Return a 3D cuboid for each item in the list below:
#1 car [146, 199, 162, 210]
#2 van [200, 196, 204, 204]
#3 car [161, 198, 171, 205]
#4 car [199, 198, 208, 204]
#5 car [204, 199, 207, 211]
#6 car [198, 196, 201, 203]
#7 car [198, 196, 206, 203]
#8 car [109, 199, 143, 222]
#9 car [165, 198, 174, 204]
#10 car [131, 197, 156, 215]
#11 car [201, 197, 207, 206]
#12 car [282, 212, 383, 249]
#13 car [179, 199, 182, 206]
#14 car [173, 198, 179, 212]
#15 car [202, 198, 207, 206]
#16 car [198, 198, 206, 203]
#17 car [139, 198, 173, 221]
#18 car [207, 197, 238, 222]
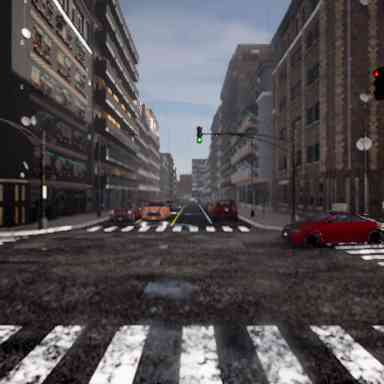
[{"bbox_3d":[-5.671,1.808,50.398,1.967,1.590,4.097,0,0,0],"label":"car"},{"bbox_3d":[2.711,1.756,55.948,1.690,1.788,3.998,0,-1,0],"label":"van"},{"bbox_3d":[-5.662,2.110,72.570,1.887,1.381,4.507,0,-1,0],"label":"car"},{"bbox_3d":[2.721,2.169,78.126,2.008,1.369,4.403,0,-1,0],"label":"car"},{"bbox_3d":[2.706,1.806,39.480,1.752,1.417,4.829,0,0,0],"label":"car"},{"bbox_3d":[2.716,1.954,67.036,1.967,1.590,4.097,0,-1,0],"label":"car"},{"bbox_3d":[2.726,2.094,94.764,2.192,1.841,5.009,0,-1,0],"label":"car"},{"bbox_3d":[-5.680,1.633,28.223,1.967,1.590,4.097,0,0,0],"label":"car"},{"bbox_3d":[-5.658,2.215,83.658,1.887,1.381,4.507,0,-1,0],"label":"car"},{"bbox_3d":[-5.675,1.594,39.312,2.192,1.841,5.009,0,0,0],"label":"car"},{"bbox_3d":[2.710,1.913,50.400,1.887,1.381,4.507,0,0,0],"label":"car"},{"bbox_3d":[6.083,1.573,14.497,4.181,1.385,1.994,-2,0,0],"label":"car"},{"bbox_3d":[-2.974,2.011,63.638,1.837,1.490,4.892,0,-1,0],"label":"car"},{"bbox_3d":[-3.076,1.818,43.510,1.837,1.490,4.892,0,-1,0],"label":"car"},{"bbox_3d":[2.708,1.889,44.854,1.947,1.339,4.313,0,0,0],"label":"car"},{"bbox_3d":[2.725,2.269,89.216,1.887,1.381,4.507,0,-1,0],"label":"car"},{"bbox_3d":[-3.088,1.553,29.074,2.097,1.767,4.553,0,-1,0],"label":"car"},{"bbox_3d":[2.701,1.508,28.218,2.192,1.841,5.009,0,0,0],"label":"car"}]
